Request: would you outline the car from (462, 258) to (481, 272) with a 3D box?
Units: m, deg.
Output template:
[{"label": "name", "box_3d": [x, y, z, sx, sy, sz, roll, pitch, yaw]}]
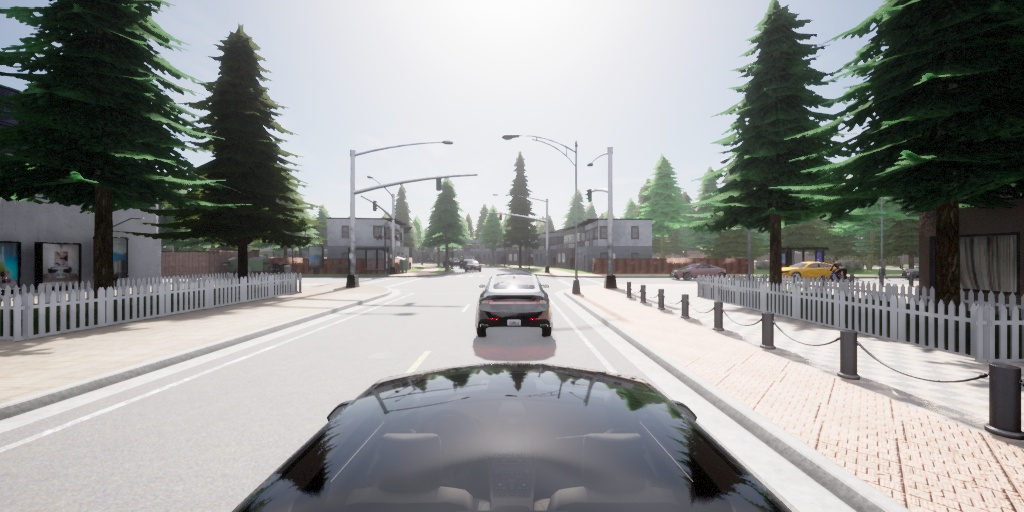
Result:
[{"label": "car", "box_3d": [-4.930, 1.280, 45.379, 1.994, 1.385, 4.181, 0, 0, -7]}]

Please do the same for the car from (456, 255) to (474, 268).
[{"label": "car", "box_3d": [-6.826, 0.937, 55.708, 2.150, 2.045, 5.566, 0, 0, -16]}]

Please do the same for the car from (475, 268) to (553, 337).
[{"label": "car", "box_3d": [0.059, 1.242, 10.259, 2.128, 1.511, 4.902, 0, 0, 0]}]

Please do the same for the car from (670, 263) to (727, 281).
[{"label": "car", "box_3d": [15.304, 1.299, 29.558, 4.181, 1.385, 1.994, 0, 0, 2]}]

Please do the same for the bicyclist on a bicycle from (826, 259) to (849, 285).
[{"label": "bicyclist on a bicycle", "box_3d": [19.892, 1.035, 21.940, 0.582, 1.620, 1.656, 0, 0, 2]}]

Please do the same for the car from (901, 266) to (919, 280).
[{"label": "car", "box_3d": [34.555, 1.240, 28.977, 4.892, 1.490, 1.837, 0, 0, 2]}]

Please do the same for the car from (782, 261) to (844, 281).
[{"label": "car", "box_3d": [24.183, 1.212, 29.301, 5.008, 1.535, 1.882, 0, 0, 2]}]
